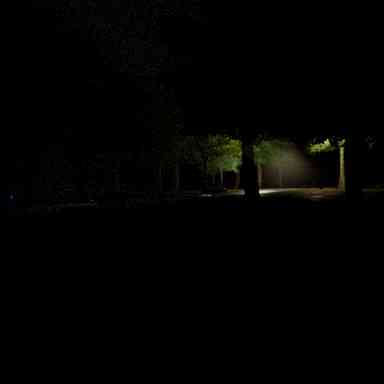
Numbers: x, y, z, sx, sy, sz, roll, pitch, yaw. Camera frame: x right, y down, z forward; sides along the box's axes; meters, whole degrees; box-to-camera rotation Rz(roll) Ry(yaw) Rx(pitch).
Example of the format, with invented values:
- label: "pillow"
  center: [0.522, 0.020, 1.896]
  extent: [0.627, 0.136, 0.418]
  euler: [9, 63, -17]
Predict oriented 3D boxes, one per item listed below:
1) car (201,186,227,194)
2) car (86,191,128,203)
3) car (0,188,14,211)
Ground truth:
- label: "car"
  center: [3.789, -0.349, 56.086]
  extent: [2.033, 1.411, 5.357]
  euler: [-1, 2, 38]
- label: "car"
  center: [-9.802, 0.542, 38.512]
  extent: [1.895, 1.301, 4.718]
  euler: [-1, 2, 37]
- label: "car"
  center: [-18.163, 0.696, 28.084]
  extent: [2.150, 2.045, 5.566]
  euler: [0, 2, 41]
